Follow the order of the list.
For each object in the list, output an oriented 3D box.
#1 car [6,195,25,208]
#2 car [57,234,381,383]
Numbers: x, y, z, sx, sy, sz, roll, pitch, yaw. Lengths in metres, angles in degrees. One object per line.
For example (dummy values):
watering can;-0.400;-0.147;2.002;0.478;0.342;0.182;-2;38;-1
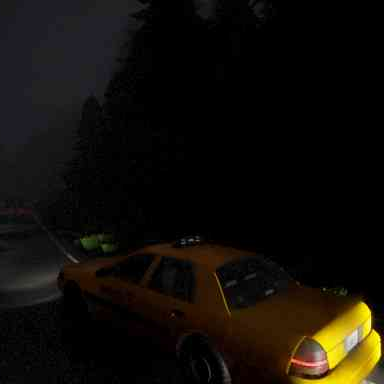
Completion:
car;-21.164;1.058;40.033;2.128;1.511;4.902;-2;2;-27
car;-0.251;1.418;5.074;5.366;1.575;1.801;1;1;44
